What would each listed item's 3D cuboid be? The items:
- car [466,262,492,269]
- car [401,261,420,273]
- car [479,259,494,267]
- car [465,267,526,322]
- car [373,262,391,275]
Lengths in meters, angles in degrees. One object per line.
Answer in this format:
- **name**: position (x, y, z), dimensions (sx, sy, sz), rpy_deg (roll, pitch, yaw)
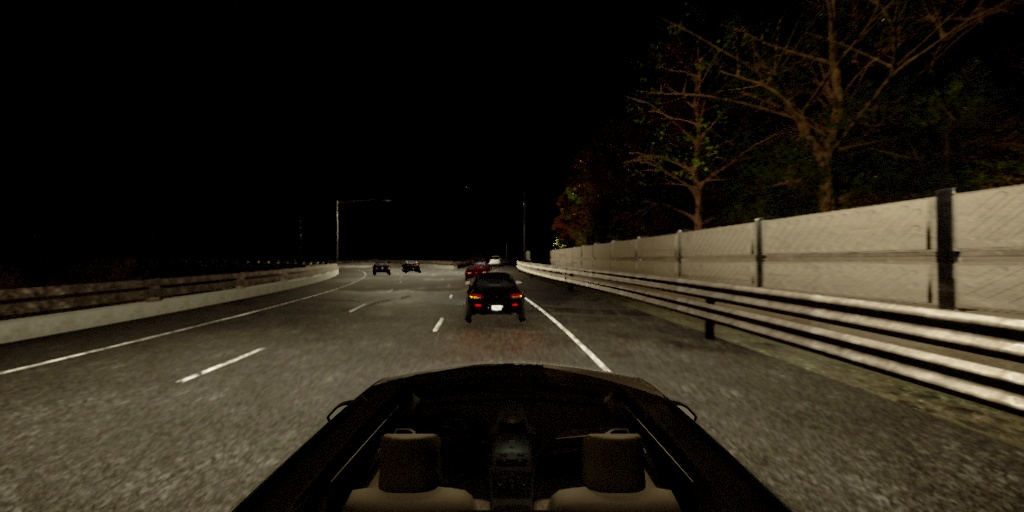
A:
- **car**: position (-2.968, 1.390, 30.385), dimensions (1.895, 1.301, 4.718), rpy_deg (0, 0, -6)
- **car**: position (-12.641, 1.327, 44.655), dimensions (2.128, 1.511, 4.902), rpy_deg (0, 0, -23)
- **car**: position (-3.788, 1.372, 46.275), dimensions (1.994, 1.385, 4.181), rpy_deg (0, 0, -1)
- **car**: position (-0.630, 1.289, 12.361), dimensions (1.812, 1.442, 4.674), rpy_deg (0, 0, -5)
- **car**: position (-14.958, 1.391, 41.204), dimensions (2.033, 1.411, 5.357), rpy_deg (0, 0, -21)
